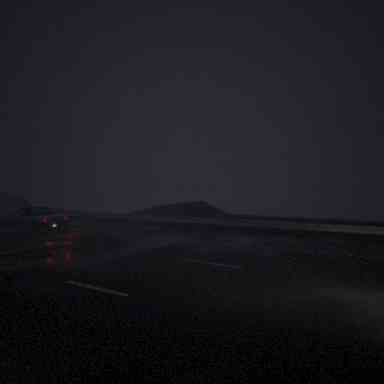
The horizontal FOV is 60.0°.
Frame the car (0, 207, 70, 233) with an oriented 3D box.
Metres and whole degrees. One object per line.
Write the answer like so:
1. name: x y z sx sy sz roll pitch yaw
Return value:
1. car: -9.153 1.467 18.558 4.718 1.301 1.895 0 1 30
